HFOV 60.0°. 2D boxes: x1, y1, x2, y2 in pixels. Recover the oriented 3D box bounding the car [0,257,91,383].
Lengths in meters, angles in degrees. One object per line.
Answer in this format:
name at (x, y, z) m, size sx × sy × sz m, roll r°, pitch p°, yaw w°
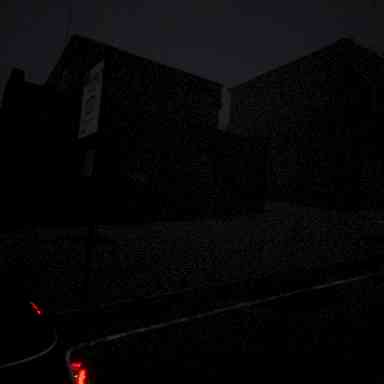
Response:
car at (-2.916, 1.341, 1.788) m, size 4.553 × 1.767 × 2.097 m, roll 0°, pitch 0°, yaw -35°
